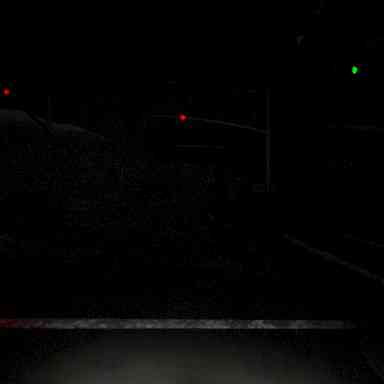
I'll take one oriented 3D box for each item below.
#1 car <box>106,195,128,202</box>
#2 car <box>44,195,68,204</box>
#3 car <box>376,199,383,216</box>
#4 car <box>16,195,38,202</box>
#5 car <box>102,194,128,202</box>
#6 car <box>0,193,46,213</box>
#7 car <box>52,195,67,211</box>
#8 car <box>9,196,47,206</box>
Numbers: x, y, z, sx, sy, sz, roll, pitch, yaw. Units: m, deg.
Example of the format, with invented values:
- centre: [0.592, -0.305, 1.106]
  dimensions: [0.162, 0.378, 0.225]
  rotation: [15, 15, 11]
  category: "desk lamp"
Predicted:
- centre: [-16.579, 1.339, 73.988]
  dimensions: [4.514, 1.523, 2.007]
  rotation: [0, 0, -1]
  category: "car"
- centre: [-24.097, 1.319, 58.953]
  dimensions: [3.633, 1.501, 1.845]
  rotation: [0, 0, -1]
  category: "car"
- centre: [17.197, 1.480, 32.953]
  dimensions: [2.242, 1.667, 4.611]
  rotation: [0, 0, -1]
  category: "car"
- centre: [-35.171, 1.384, 70.870]
  dimensions: [3.806, 1.475, 1.970]
  rotation: [0, 0, -1]
  category: "car"
- centre: [-16.505, 1.330, 70.852]
  dimensions: [5.027, 1.636, 2.152]
  rotation: [0, 0, -1]
  category: "car"
- centre: [-16.806, 1.077, 33.267]
  dimensions: [3.866, 1.878, 1.905]
  rotation: [0, 0, -1]
  category: "car"
- centre: [-16.218, 1.361, 36.595]
  dimensions: [3.806, 1.475, 1.970]
  rotation: [0, 0, -1]
  category: "car"
- centre: [-24.071, 1.298, 48.960]
  dimensions: [4.514, 1.523, 2.007]
  rotation: [0, 0, -1]
  category: "car"
